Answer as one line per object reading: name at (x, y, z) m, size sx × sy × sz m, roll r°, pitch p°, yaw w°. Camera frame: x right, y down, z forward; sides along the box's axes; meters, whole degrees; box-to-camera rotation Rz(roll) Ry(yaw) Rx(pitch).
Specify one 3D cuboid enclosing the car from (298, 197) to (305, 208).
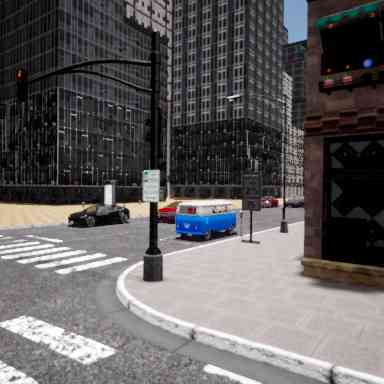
car at (15.625, 1.427, 42.313) m, size 2.128 × 1.511 × 4.902 m, roll 1°, pitch 1°, yaw 36°

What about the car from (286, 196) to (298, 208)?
car at (14.369, 1.433, 45.839) m, size 2.033 × 1.411 × 5.357 m, roll 1°, pitch 1°, yaw 36°

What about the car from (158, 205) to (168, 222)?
car at (-0.845, 1.405, 24.634) m, size 1.882 × 1.535 × 5.008 m, roll 1°, pitch 1°, yaw 36°

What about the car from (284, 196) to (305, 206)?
car at (16.413, 1.361, 53.286) m, size 1.752 × 1.417 × 4.829 m, roll 1°, pitch 1°, yaw 35°

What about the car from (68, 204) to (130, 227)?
car at (-5.980, 1.464, 21.897) m, size 1.947 × 1.339 × 4.313 m, roll 1°, pitch 1°, yaw 35°

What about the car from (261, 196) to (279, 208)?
car at (10.086, 1.290, 44.415) m, size 1.967 × 1.590 × 4.097 m, roll 1°, pitch 1°, yaw 35°

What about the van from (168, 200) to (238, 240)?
van at (0.844, 1.367, 17.027) m, size 1.690 × 1.788 × 3.998 m, roll 1°, pitch 1°, yaw 35°
